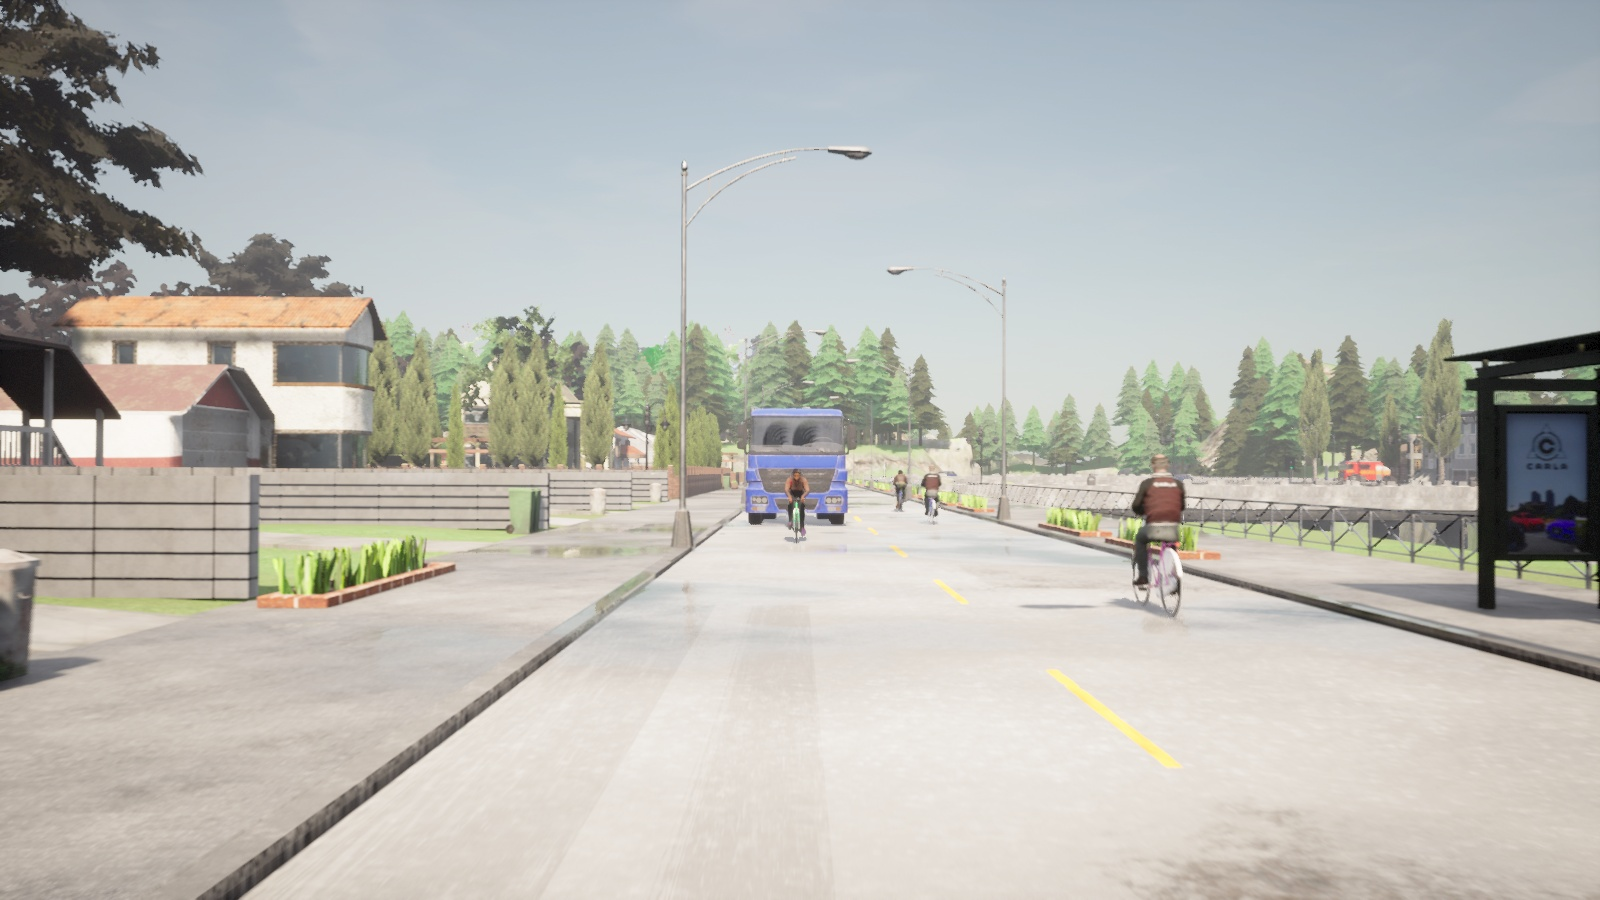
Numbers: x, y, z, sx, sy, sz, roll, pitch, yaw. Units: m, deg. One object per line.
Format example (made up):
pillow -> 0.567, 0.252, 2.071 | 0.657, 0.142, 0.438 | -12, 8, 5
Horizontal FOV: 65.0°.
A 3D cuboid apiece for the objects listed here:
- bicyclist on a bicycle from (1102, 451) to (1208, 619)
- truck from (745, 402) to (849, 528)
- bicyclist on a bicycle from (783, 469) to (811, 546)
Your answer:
bicyclist on a bicycle -> 3.966, 0.907, 14.167 | 0.659, 1.776, 1.843 | 0, -1, 0
truck -> -0.095, 0.483, 38.801 | 2.891, 3.462, 7.936 | 0, -1, 0
bicyclist on a bicycle -> -0.065, 1.226, 27.352 | 0.582, 1.620, 1.656 | 0, -1, 0
